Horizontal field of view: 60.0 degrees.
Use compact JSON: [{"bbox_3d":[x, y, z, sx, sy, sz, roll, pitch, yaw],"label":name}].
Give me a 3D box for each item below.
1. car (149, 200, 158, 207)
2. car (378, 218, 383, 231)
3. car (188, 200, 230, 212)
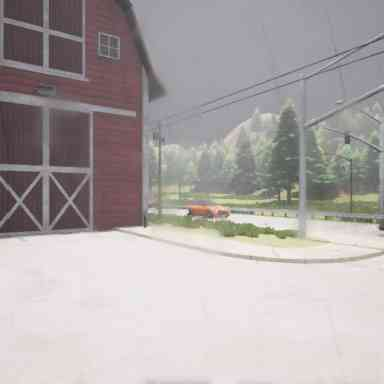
[{"bbox_3d":[-6.523,1.852,49.614,1.812,1.442,4.674,0,0,-34],"label":"car"},{"bbox_3d":[12.040,1.652,16.053,2.033,1.411,5.357,0,-1,-34],"label":"car"},{"bbox_3d":[1.550,1.565,31.412,2.097,1.767,4.553,0,0,-34],"label":"car"}]
